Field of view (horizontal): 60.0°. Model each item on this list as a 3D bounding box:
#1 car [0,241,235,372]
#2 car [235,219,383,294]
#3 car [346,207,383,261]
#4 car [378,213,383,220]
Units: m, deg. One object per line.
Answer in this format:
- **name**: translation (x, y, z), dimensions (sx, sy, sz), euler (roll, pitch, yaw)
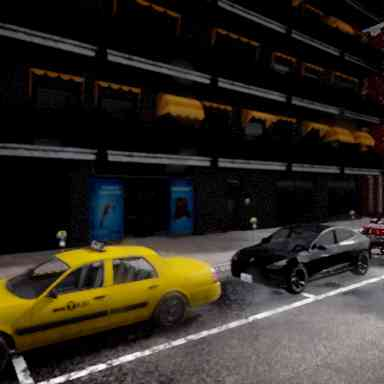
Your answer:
- **car**: translation (-1.754, 1.519, 5.308), dimensions (4.829, 1.417, 1.752), euler (0, 0, -36)
- **car**: translation (2.994, 1.534, 8.698), dimensions (4.313, 1.339, 1.947), euler (0, 0, -36)
- **car**: translation (7.601, 1.384, 11.987), dimensions (4.097, 1.590, 1.967), euler (0, 0, -36)
- **car**: translation (7.273, 1.175, 8.571), dimensions (5.566, 2.045, 2.150), euler (0, 0, -36)
